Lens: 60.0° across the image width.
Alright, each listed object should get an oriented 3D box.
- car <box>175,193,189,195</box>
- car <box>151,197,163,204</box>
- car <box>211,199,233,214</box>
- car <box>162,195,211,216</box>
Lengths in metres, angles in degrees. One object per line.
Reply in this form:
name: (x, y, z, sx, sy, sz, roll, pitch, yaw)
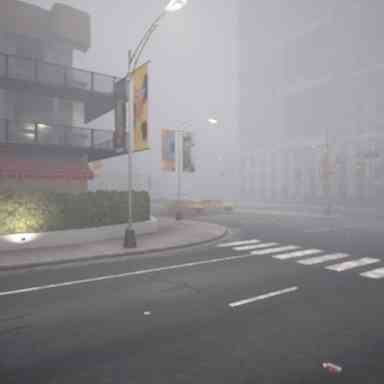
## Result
car: (-2.094, 1.152, 62.356, 2.150, 2.045, 5.566, 0, 0, -20)
car: (-5.709, 1.541, 59.554, 4.718, 1.301, 1.895, 0, 0, 42)
car: (2.247, 1.433, 34.914, 1.882, 1.535, 5.008, 0, 0, -35)
car: (-0.644, 1.441, 32.941, 1.882, 1.535, 5.008, 0, 1, -35)
